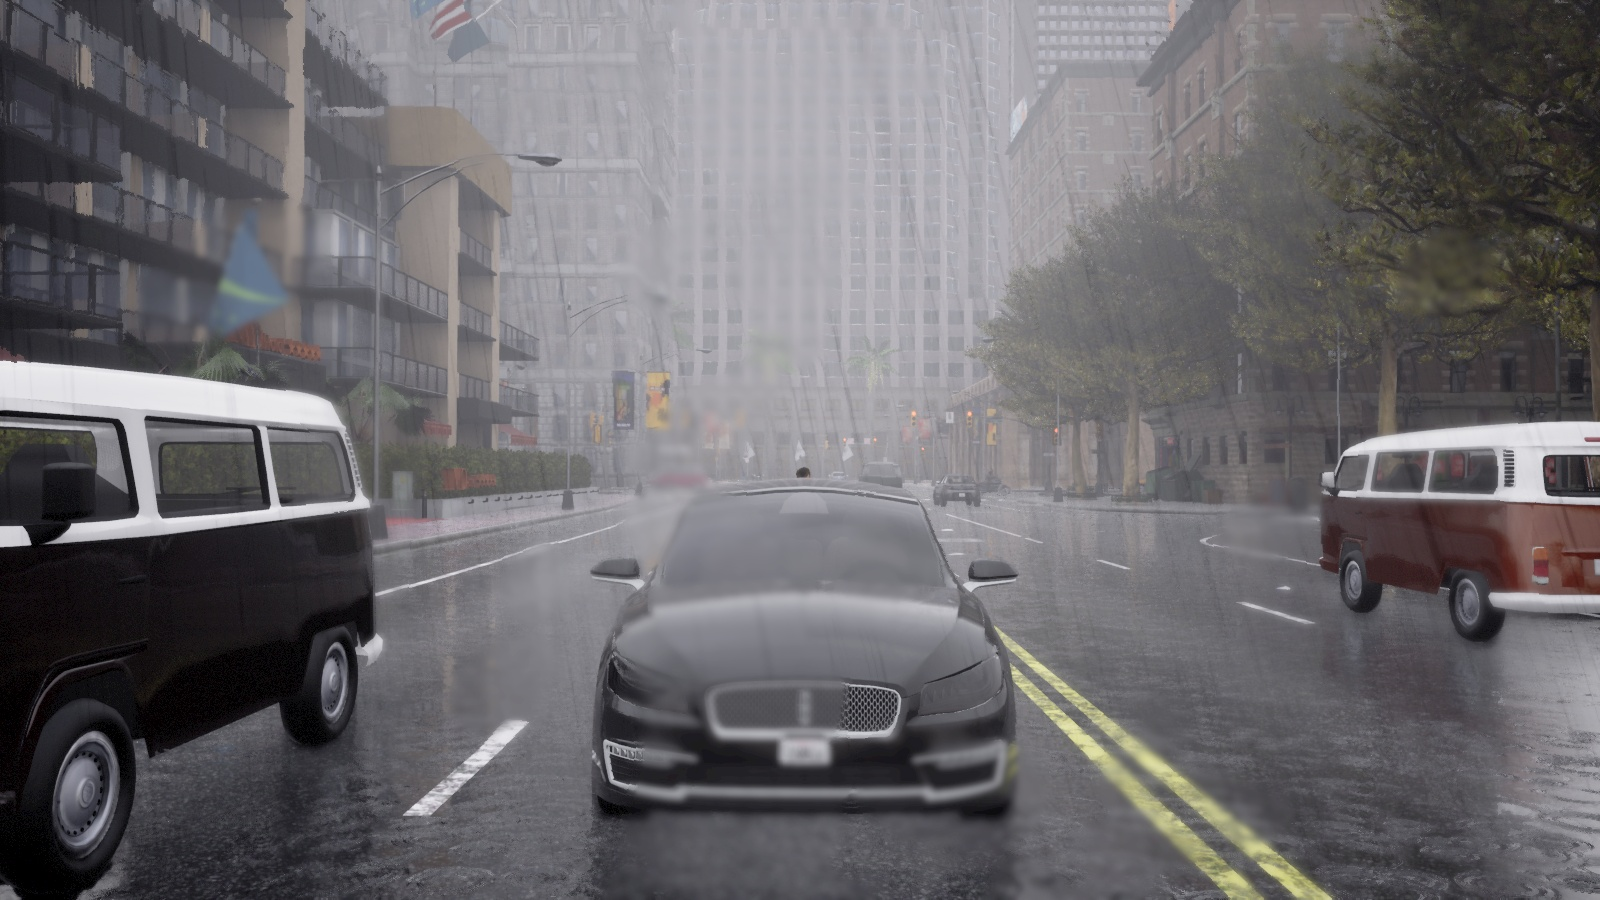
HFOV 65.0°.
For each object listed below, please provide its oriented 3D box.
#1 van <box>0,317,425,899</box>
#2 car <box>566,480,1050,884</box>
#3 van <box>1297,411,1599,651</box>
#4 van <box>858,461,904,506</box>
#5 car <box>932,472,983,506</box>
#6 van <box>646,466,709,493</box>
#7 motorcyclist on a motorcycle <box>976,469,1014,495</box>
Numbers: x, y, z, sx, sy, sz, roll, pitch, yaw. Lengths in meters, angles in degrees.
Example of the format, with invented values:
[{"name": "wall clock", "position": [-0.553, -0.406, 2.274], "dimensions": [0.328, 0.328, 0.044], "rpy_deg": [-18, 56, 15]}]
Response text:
[{"name": "van", "position": [-3.470, 0.650, 5.862], "dimensions": [2.069, 2.038, 4.480], "rpy_deg": [0, -1, 0]}, {"name": "car", "position": [0.033, 0.940, 7.223], "dimensions": [1.837, 1.490, 4.892], "rpy_deg": [0, -1, 0]}, {"name": "van", "position": [7.046, 0.726, 12.933], "dimensions": [2.069, 2.038, 4.480], "rpy_deg": [0, -1, 0]}, {"name": "van", "position": [3.651, 1.511, 57.183], "dimensions": [1.775, 1.987, 4.442], "rpy_deg": [0, -1, 0]}, {"name": "car", "position": [7.152, 1.760, 57.314], "dimensions": [1.816, 1.474, 4.193], "rpy_deg": [0, -1, 0]}, {"name": "van", "position": [-9.262, 2.197, 95.075], "dimensions": [4.442, 1.987, 1.775], "rpy_deg": [0, -1, -36]}, {"name": "motorcyclist on a motorcycle", "position": [12.817, 2.097, 82.567], "dimensions": [2.350, 1.649, 0.766], "rpy_deg": [0, -2, 22]}]
